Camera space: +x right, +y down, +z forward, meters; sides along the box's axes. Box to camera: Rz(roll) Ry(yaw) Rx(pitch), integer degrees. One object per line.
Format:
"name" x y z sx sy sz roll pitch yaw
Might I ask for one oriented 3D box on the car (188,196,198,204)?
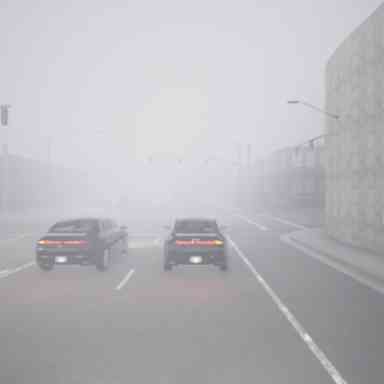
"car" 0.269 1.563 70.744 2.097 1.767 4.553 0 0 0

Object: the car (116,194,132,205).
"car" -13.745 1.434 67.294 2.150 2.045 5.566 0 0 0

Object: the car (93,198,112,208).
"car" -13.871 1.655 51.761 2.128 1.511 4.902 0 0 1

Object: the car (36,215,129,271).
"car" -3.380 1.537 11.055 1.837 1.490 4.892 0 -1 0

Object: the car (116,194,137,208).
"car" -10.372 1.515 51.817 2.097 1.767 4.553 0 0 1

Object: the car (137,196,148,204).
"car" -10.252 1.567 67.190 2.097 1.767 4.553 0 0 0

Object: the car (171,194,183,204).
"car" -3.231 1.436 70.813 2.150 2.045 5.566 0 0 0

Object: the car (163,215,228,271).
"car" 0.120 1.538 11.037 1.837 1.490 4.892 0 -1 0
